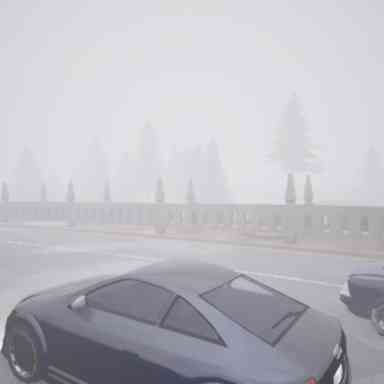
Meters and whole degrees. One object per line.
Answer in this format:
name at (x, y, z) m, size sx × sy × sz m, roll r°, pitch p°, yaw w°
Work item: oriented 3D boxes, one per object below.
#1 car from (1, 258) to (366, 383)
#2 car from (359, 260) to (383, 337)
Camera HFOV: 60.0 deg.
car at (-0.402, 1.547, 4.004) m, size 4.181 × 1.385 × 1.994 m, roll 0°, pitch 0°, yaw 34°
car at (4.746, 1.574, 4.758) m, size 4.718 × 1.301 × 1.895 m, roll 0°, pitch 0°, yaw 36°
